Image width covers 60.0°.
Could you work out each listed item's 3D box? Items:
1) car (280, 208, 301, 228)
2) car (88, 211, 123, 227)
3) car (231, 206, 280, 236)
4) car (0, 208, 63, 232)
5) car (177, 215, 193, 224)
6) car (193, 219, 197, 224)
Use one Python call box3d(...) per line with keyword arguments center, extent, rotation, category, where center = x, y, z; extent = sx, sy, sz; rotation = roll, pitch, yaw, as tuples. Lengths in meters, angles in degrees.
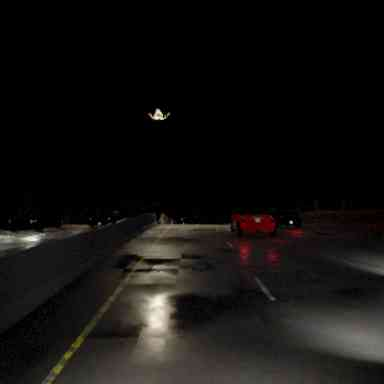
box3d(center=(7.102, 2.043, 26.227), extent=(1.837, 1.490, 4.892), rotation=(0, -3, 0), category="car")
box3d(center=(-7.098, 2.223, 27.704), extent=(1.895, 1.301, 4.718), rotation=(0, -3, 0), category="car")
box3d(center=(3.601, 1.644, 20.318), extent=(2.097, 1.767, 4.553), rotation=(0, -2, 0), category="car")
box3d(center=(-10.598, 1.859, 22.834), extent=(1.882, 1.535, 5.008), rotation=(0, -2, 0), category="car")
box3d(center=(-1.222, 4.310, 50.173), extent=(1.837, 1.490, 4.892), rotation=(0, -7, 0), category="car")
box3d(center=(0.006, 6.248, 66.918), extent=(1.882, 1.535, 5.008), rotation=(0, -7, 0), category="car")
